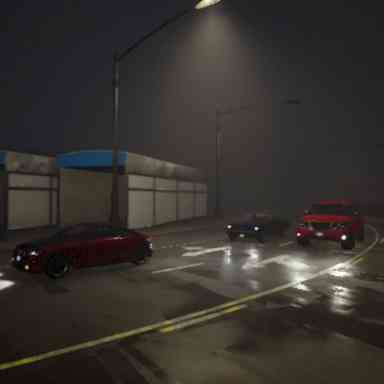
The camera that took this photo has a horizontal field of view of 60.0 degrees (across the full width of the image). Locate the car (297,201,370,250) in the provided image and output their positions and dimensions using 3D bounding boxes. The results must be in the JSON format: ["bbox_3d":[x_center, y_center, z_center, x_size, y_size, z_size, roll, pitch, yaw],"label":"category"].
[{"bbox_3d":[6.874,1.444,16.086,2.150,2.045,5.566,0,-1,35],"label":"car"}]

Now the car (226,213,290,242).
[{"bbox_3d":[3.663,1.842,17.991,1.895,1.301,4.718,0,-1,34],"label":"car"}]

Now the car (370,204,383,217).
[{"bbox_3d":[21.089,2.104,38.761,1.812,1.442,4.674,0,-1,0],"label":"car"}]

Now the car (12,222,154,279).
[{"bbox_3d":[-3.303,1.681,10.550,4.181,1.385,1.994,1,-1,-41],"label":"car"}]
